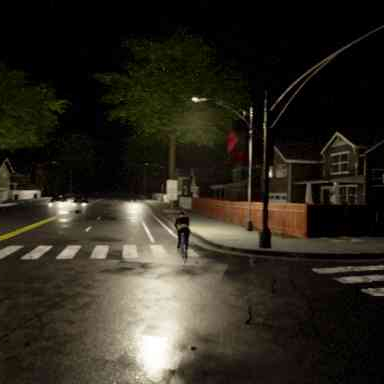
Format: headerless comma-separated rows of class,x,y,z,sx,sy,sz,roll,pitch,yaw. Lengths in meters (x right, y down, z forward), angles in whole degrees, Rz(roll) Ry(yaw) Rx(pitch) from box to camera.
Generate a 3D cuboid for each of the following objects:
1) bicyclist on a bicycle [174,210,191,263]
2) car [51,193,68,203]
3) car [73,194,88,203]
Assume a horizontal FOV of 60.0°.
bicyclist on a bicycle,-0.314,1.431,10.911,0.582,1.620,1.656,1,0,-11
car,-20.585,0.906,51.663,1.837,1.490,4.892,1,0,-11
car,-17.399,1.009,52.292,1.812,1.442,4.674,1,0,-11
